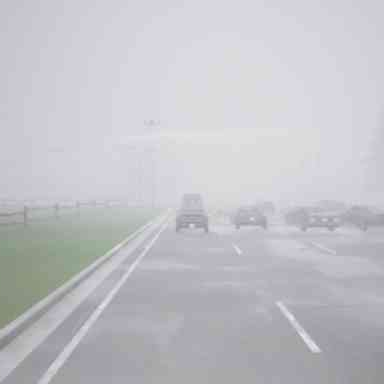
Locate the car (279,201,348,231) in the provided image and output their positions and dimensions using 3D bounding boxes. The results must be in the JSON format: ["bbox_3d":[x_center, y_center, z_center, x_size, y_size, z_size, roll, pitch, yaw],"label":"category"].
[{"bbox_3d":[7.022,1.500,20.061,2.033,1.411,5.357,0,0,1],"label":"car"}]

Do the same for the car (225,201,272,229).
[{"bbox_3d":[3.537,1.513,21.437,1.994,1.385,4.181,0,0,0],"label":"car"}]

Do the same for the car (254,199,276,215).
[{"bbox_3d":[7.042,1.411,33.426,2.128,1.511,4.902,0,0,0],"label":"car"}]

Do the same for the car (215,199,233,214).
[{"bbox_3d":[3.539,1.446,33.965,1.812,1.442,4.674,0,0,0],"label":"car"}]

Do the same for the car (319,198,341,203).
[{"bbox_3d":[14.033,1.423,34.161,1.837,1.490,4.892,0,0,0],"label":"car"}]

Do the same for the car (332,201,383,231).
[{"bbox_3d":[10.524,1.478,20.197,1.812,1.442,4.674,0,0,0],"label":"car"}]

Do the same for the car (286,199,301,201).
[{"bbox_3d":[10.530,1.444,34.711,1.812,1.442,4.674,0,0,0],"label":"car"}]

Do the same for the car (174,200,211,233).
[{"bbox_3d":[0.017,1.459,19.422,1.837,1.490,4.892,0,0,0],"label":"car"}]

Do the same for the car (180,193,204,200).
[{"bbox_3d":[0.041,1.136,32.959,2.150,2.045,5.566,0,-1,0],"label":"car"}]
